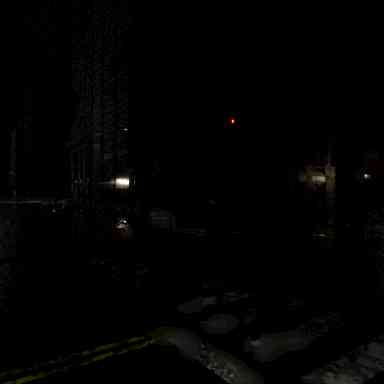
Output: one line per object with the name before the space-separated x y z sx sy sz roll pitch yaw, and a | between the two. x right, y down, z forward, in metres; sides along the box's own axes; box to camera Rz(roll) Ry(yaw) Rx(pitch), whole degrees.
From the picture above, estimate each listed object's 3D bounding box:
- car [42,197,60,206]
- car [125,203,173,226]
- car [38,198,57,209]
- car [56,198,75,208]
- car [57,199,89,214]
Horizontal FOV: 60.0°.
car | -26.500 1.806 62.411 2.128 1.511 4.902 1 -1 -36
car | -3.167 1.573 23.958 2.128 1.511 4.902 1 -1 -35
car | -22.468 1.762 51.326 1.812 1.442 4.674 1 -1 -35
car | -20.707 1.794 54.236 1.812 1.442 4.674 1 -1 -35
car | -13.624 1.712 38.706 2.033 1.411 5.357 1 -1 -35
